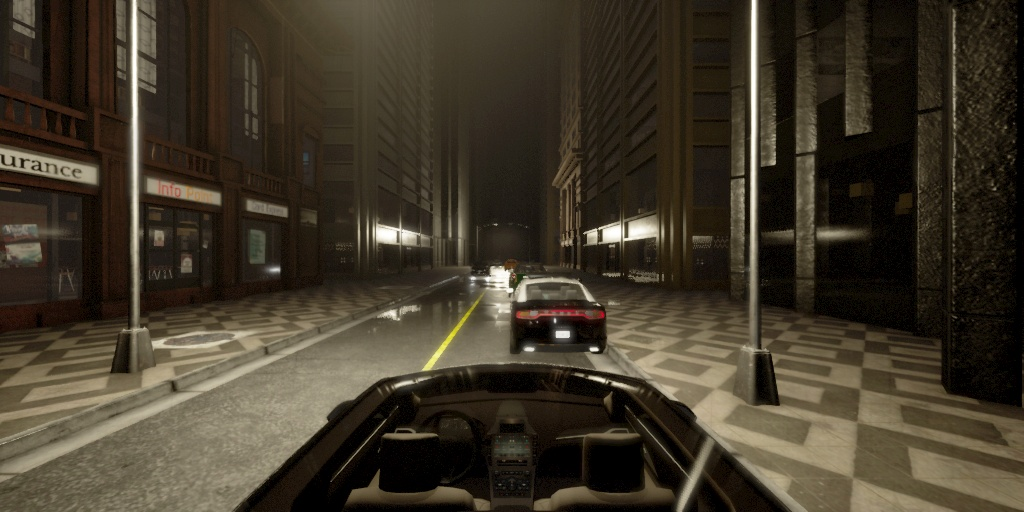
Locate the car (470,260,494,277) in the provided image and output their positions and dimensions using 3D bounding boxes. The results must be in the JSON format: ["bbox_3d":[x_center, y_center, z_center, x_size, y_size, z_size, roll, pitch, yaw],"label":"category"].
[{"bbox_3d":[-3.160,1.288,36.842,1.837,1.490,4.892,0,0,0],"label":"car"}]

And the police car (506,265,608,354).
[{"bbox_3d":[0.889,1.178,8.891,1.930,1.638,5.238,0,0,0],"label":"police car"}]

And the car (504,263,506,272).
[{"bbox_3d":[-0.035,1.281,48.219,1.882,1.535,5.008,0,0,0],"label":"car"}]

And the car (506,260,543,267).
[{"bbox_3d":[0.872,1.111,18.752,2.097,1.767,4.553,0,0,0],"label":"car"}]
